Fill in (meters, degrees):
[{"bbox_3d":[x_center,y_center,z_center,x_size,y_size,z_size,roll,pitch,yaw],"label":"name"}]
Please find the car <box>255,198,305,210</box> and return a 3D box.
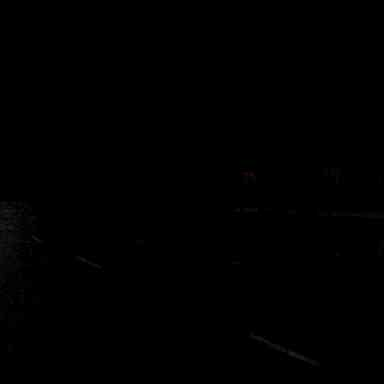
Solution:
[{"bbox_3d":[10.000,1.389,37.969,5.357,1.411,2.033,-1,0,-4],"label":"car"}]
